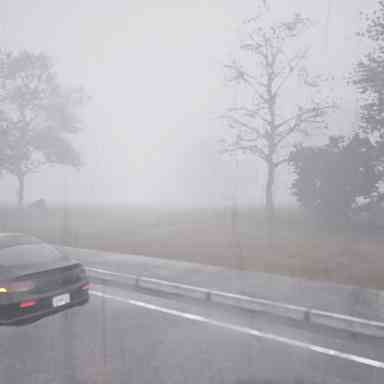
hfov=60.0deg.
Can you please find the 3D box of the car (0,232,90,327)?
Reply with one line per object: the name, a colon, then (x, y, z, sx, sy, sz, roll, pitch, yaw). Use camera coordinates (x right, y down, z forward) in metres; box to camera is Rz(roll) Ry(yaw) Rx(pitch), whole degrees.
car: (-3.974, 1.527, 6.469, 4.674, 1.442, 1.812, 0, 0, 33)
